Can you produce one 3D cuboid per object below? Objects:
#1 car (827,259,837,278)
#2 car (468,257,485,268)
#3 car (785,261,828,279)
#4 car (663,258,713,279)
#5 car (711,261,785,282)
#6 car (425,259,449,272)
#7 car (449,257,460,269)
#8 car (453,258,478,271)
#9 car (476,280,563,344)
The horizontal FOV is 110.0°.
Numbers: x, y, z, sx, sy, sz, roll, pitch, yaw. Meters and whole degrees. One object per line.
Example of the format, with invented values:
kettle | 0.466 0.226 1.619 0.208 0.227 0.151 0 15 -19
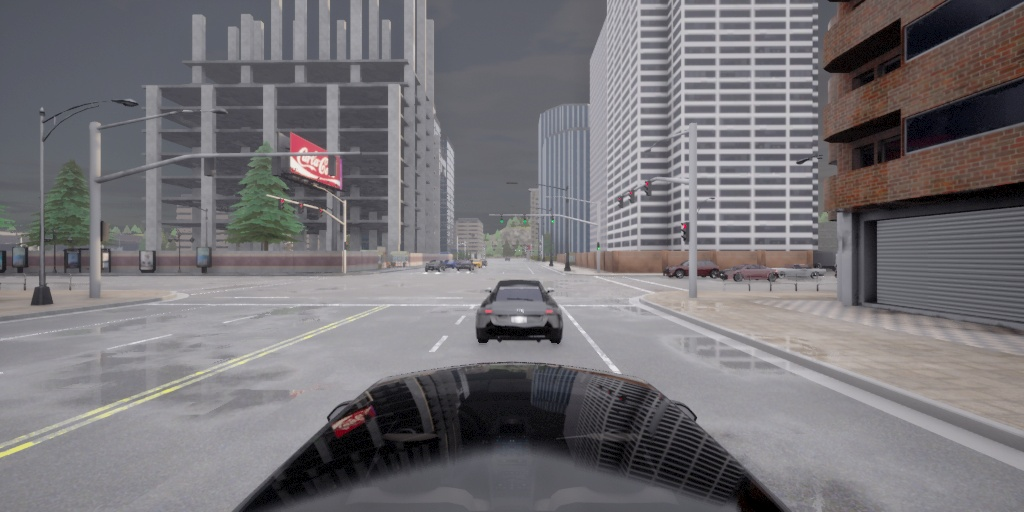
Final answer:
car | 28.691 1.228 28.597 5.008 1.535 1.882 0 0 1
car | -6.066 1.227 59.381 1.882 1.535 5.008 0 0 1
car | 25.074 1.351 32.153 4.718 1.301 1.895 0 0 1
car | 16.081 1.102 32.273 4.553 1.767 2.097 0 0 1
car | 18.805 1.314 28.738 4.181 1.385 1.994 0 0 1
car | -9.820 1.255 46.191 1.837 1.490 4.892 0 0 1
car | -9.641 1.227 55.685 1.882 1.535 5.008 0 0 1
car | -6.269 1.297 49.073 2.033 1.411 5.357 0 0 1
car | 0.198 1.314 9.586 1.994 1.385 4.181 0 0 1
